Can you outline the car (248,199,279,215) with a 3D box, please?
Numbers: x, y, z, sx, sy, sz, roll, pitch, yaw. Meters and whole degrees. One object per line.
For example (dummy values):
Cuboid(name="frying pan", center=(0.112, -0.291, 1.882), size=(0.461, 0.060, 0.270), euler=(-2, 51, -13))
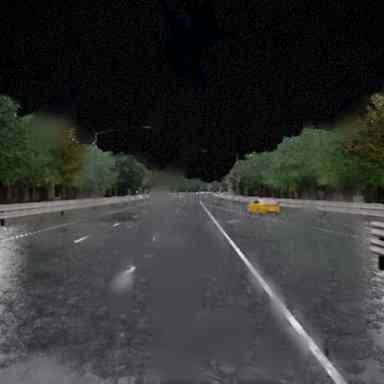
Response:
Cuboid(name="car", center=(7.286, 1.501, 34.310), size=(1.882, 1.535, 5.008), euler=(0, 0, -9))
